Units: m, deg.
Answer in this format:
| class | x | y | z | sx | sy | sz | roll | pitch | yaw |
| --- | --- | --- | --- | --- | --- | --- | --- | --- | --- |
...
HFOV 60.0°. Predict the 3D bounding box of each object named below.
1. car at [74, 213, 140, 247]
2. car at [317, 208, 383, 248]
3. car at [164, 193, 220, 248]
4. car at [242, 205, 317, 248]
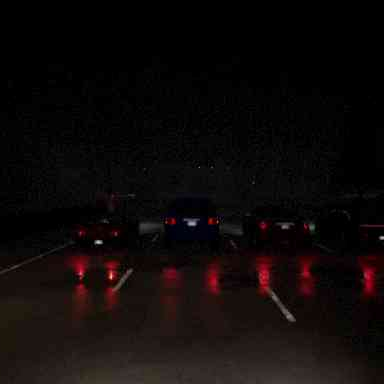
| class | x | y | z | sx | sy | sz | roll | pitch | yaw |
| --- | --- | --- | --- | --- | --- | --- | --- | --- | --- |
| car | -3.500 | 1.570 | 14.677 | 1.895 | 1.301 | 4.718 | 0 | 0 | 0 |
| car | 7.000 | 1.450 | 14.646 | 2.128 | 1.511 | 4.902 | 0 | 0 | 0 |
| car | 0.000 | 1.211 | 14.674 | 2.150 | 2.045 | 5.566 | 0 | 0 | 0 |
| car | 3.500 | 1.321 | 14.615 | 2.097 | 1.767 | 4.553 | 0 | 0 | 0 |
